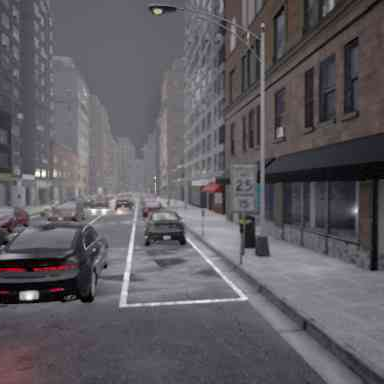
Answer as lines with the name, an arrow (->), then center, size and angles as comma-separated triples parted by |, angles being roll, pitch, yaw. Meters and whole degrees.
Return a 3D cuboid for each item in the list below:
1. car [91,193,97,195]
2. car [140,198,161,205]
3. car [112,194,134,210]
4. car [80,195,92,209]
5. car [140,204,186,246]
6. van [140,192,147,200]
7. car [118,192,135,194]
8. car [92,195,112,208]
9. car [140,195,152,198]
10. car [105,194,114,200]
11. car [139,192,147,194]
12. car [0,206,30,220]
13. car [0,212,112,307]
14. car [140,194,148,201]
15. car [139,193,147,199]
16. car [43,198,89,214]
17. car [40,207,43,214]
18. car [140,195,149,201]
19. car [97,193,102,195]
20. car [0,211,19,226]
car -> -15.023, 1.216, 46.923 | 1.967, 1.590, 4.097 | -1, 0, -9
car -> -3.061, 1.400, 25.883 | 1.887, 1.381, 4.507 | -1, 0, -9
car -> -7.919, 1.301, 38.699 | 1.837, 1.490, 4.892 | 0, 0, -9
car -> -14.137, 1.364, 41.331 | 1.947, 1.339, 4.313 | -1, 0, -9
car -> -1.290, 1.474, 14.698 | 2.008, 1.369, 4.403 | -1, 0, -9
van -> -11.915, 1.003, 81.806 | 1.690, 1.788, 3.998 | -1, 0, -9
car -> -9.597, 1.107, 48.946 | 2.097, 1.767, 4.553 | 0, 0, -9
car -> -11.581, 1.381, 42.283 | 1.994, 1.385, 4.181 | 0, 0, -9
car -> -4.831, 1.342, 37.067 | 1.887, 1.381, 4.507 | -1, 0, -9
car -> -21.219, 1.223, 86.075 | 1.887, 1.381, 4.507 | -1, 0, -9
car -> -7.487, 1.171, 53.843 | 1.967, 1.590, 4.097 | -1, 0, -9
car -> -10.596, 1.496, 18.961 | 1.802, 1.307, 4.206 | -1, 0, -9
car -> -3.116, 1.476, 7.982 | 1.837, 1.490, 4.892 | 0, 0, -9
car -> -11.026, 1.238, 76.213 | 1.947, 1.339, 4.313 | -1, 0, -9
car -> -13.684, 1.085, 92.991 | 1.967, 1.590, 4.097 | -1, 0, -9
car -> -8.682, 1.408, 23.347 | 1.812, 1.442, 4.674 | 0, 0, -9
car -> -12.339, 1.377, 29.978 | 1.752, 1.417, 4.829 | -1, 0, -9
car -> -10.141, 1.251, 70.621 | 1.947, 1.339, 4.313 | -1, 0, -9
car -> -15.909, 1.196, 52.515 | 1.967, 1.590, 4.097 | -1, 0, -9
car -> -6.332, 1.479, 8.461 | 1.837, 1.490, 4.892 | 0, 1, -9
